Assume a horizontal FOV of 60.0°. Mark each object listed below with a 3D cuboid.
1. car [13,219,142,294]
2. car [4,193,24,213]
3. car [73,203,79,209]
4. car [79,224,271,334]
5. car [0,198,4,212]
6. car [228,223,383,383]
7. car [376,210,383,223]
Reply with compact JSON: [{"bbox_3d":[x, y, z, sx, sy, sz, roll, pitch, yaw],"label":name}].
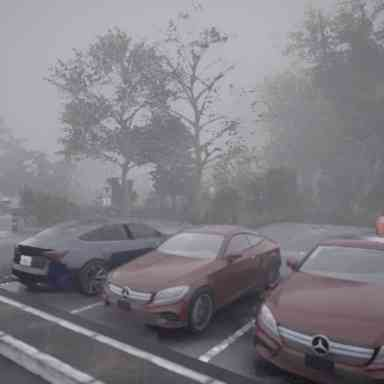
[{"bbox_3d":[-1.941,1.416,8.537,2.163,1.488,4.792,0,0,36],"label":"car"},{"bbox_3d":[-15.562,1.152,34.133,2.435,2.045,5.566,0,0,36],"label":"car"},{"bbox_3d":[-13.332,1.296,32.464,2.185,1.767,4.553,0,0,36],"label":"car"},{"bbox_3d":[0.338,1.440,6.864,2.002,1.452,4.674,0,0,36],"label":"car"},{"bbox_3d":[-17.927,1.257,35.829,2.185,1.767,4.553,0,0,36],"label":"car"},{"bbox_3d":[2.631,1.454,5.214,2.002,1.452,4.674,0,0,36],"label":"car"},{"bbox_3d":[9.931,1.287,15.417,2.185,1.767,4.553,0,0,36],"label":"car"}]
